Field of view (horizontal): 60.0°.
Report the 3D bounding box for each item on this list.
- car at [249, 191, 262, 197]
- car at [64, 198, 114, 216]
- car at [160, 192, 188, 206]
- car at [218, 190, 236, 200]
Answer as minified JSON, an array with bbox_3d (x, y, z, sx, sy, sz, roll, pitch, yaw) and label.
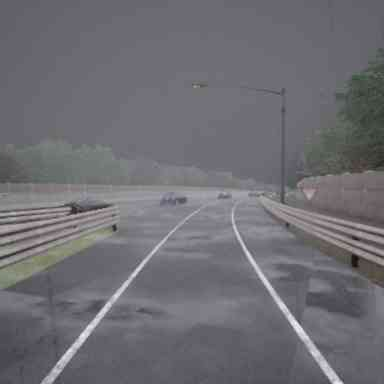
[{"bbox_3d":[16.246,0.440,87.080,2.097,1.767,4.553,0,0,22],"label":"car"},{"bbox_3d":[-8.120,1.204,26.752,2.128,1.511,4.902,1,1,22],"label":"car"},{"bbox_3d":[-2.155,0.782,41.559,2.097,1.767,4.553,-1,1,22],"label":"car"},{"bbox_3d":[6.206,0.690,62.223,1.812,1.442,4.674,0,0,22],"label":"car"}]
